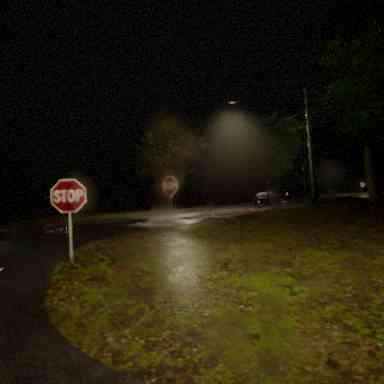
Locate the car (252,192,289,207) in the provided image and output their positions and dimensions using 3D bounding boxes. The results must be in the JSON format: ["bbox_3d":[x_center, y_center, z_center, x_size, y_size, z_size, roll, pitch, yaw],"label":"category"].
[{"bbox_3d":[7.942,0.720,34.795,2.128,1.511,4.902,-5,-1,34],"label":"car"}]

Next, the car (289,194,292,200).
[{"bbox_3d":[16.141,0.813,59.085,1.895,1.301,4.718,-5,-1,34],"label":"car"}]
